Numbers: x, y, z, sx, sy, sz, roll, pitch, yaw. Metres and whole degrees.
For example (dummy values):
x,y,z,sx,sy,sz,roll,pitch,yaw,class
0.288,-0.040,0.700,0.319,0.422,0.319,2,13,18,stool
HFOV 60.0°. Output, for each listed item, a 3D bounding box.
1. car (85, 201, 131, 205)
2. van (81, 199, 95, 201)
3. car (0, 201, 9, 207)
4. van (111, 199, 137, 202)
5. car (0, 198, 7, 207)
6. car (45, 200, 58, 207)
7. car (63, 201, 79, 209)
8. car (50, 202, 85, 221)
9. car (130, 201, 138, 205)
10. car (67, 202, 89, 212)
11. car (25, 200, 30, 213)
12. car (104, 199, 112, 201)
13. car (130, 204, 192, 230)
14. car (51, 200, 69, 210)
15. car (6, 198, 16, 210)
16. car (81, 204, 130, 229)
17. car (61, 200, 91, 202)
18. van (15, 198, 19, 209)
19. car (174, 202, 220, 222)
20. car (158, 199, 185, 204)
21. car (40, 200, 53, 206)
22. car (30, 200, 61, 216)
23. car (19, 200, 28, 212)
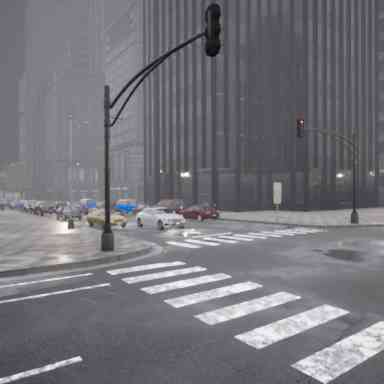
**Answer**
x,y,z,sx,sy,sz,roll,pitch,yaw,class
-8.069,1.886,31.483,2.128,1.511,4.902,0,-1,-35,car
-17.063,2.029,54.339,1.690,1.788,3.998,-1,0,-35,van
-44.374,2.766,78.058,1.802,1.307,4.206,-1,0,-35,car
-8.250,1.824,41.880,1.690,1.788,3.998,-1,0,-35,van
-41.265,2.662,73.672,1.887,1.381,4.507,-1,0,-35,car
-31.705,2.586,74.930,1.947,1.339,4.313,-1,0,-35,car
-22.677,2.398,62.199,1.802,1.307,4.206,-1,0,-35,car
-12.046,2.000,32.468,2.008,1.369,4.403,-1,0,-35,car
-5.306,1.996,37.727,1.802,1.307,4.206,-1,0,-35,car
-17.060,2.250,49.568,1.895,1.301,4.718,0,-1,-35,car
-20.525,2.191,44.424,1.887,1.381,4.507,-1,0,-35,car
-11.188,1.867,46.033,2.192,1.841,5.009,-1,0,-35,car
-2.311,1.784,23.375,1.812,1.442,4.674,0,-1,-37,car
-23.041,2.264,57.951,1.882,1.535,5.008,0,-1,-35,car
-31.935,2.349,60.512,1.967,1.590,4.097,-1,0,-35,car
-6.296,1.839,24.358,1.752,1.417,4.829,-1,0,-35,car
-13.763,2.054,39.528,1.812,1.442,4.674,0,0,-35,car
-26.181,2.118,52.395,1.690,1.788,3.998,-1,0,-35,van
0.568,1.820,29.421,1.887,1.381,4.507,-1,0,-35,car
-2.375,1.660,33.574,2.192,1.841,5.009,-1,0,-35,car
-34.715,2.652,79.175,1.947,1.339,4.313,-1,0,-35,car
-17.704,1.896,40.439,2.192,1.841,5.009,-1,0,-35,car
-23.353,2.152,48.410,1.967,1.590,4.097,-1,0,-35,car
